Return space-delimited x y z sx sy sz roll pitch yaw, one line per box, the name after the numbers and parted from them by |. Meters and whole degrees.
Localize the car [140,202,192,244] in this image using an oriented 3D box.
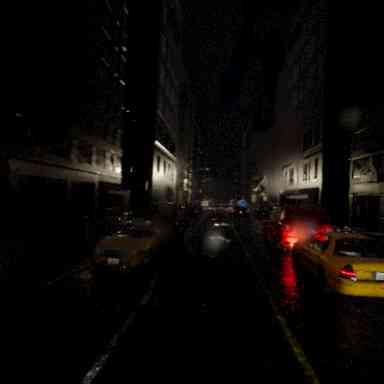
-1.473 1.459 17.008 2.192 1.841 5.009 2 -1 4 | car

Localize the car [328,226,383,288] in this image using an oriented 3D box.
6.088 1.978 10.891 1.802 1.307 4.206 2 -1 4 | car

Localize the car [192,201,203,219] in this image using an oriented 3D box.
-0.212 1.839 33.512 1.967 1.590 4.097 2 -1 4 | car

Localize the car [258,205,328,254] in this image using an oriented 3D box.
4.617 1.609 15.194 2.150 2.045 5.566 2 -1 4 | car

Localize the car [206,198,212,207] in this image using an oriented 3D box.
2.700 2.535 71.513 2.008 1.369 4.403 2 -1 4 | car

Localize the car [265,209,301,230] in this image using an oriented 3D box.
7.356 2.202 27.397 2.008 1.369 4.403 2 -1 4 | car

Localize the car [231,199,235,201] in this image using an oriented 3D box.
12.432 3.250 93.558 1.802 1.307 4.206 2 -1 4 | car

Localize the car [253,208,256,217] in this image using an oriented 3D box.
8.205 2.262 38.403 1.967 1.590 4.097 2 -1 4 | car

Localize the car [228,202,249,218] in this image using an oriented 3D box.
5.688 2.291 39.544 1.994 1.385 4.181 2 -1 5 | car

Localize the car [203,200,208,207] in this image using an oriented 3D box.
0.628 2.120 44.514 2.008 1.369 4.403 2 -1 4 | car

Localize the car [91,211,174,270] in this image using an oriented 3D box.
-1.912 1.581 11.337 1.752 1.417 4.829 2 -1 4 | car

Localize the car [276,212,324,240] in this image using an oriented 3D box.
6.934 2.117 21.896 2.008 1.369 4.403 2 -1 4 | car

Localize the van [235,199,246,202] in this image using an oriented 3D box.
10.703 2.664 70.905 1.690 1.788 3.998 2 -1 4 | van

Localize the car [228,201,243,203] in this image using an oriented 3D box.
6.436 2.485 49.867 1.895 1.301 4.718 2 -1 4 | car

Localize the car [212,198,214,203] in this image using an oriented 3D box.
4.427 2.852 94.002 1.752 1.417 4.829 2 -1 4 | car

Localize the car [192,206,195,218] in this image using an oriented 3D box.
-1.062 1.810 22.507 1.802 1.307 4.206 2 -1 4 | car

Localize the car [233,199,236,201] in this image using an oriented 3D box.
11.563 3.079 82.230 1.802 1.307 4.206 2 -1 4 | car

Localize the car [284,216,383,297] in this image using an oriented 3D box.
4.144 1.750 9.374 1.801 1.575 5.366 2 -1 4 | car

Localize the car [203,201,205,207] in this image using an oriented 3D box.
0.194 2.006 38.843 1.752 1.417 4.829 2 -1 4 | car

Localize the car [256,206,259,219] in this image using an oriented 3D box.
7.777 2.319 32.899 1.802 1.307 4.206 2 -1 4 | car
